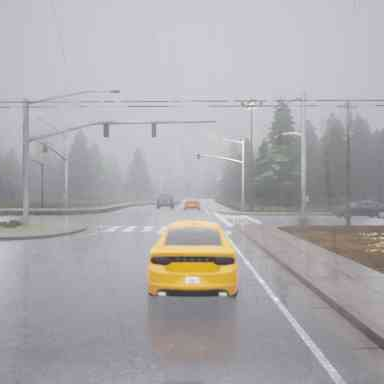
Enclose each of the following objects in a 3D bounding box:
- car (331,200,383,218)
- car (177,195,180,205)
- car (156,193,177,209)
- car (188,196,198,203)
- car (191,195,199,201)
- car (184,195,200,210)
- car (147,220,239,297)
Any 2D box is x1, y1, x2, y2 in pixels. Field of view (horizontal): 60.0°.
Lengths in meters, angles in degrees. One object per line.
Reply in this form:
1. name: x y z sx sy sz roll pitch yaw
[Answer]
1. car: 14.909 1.531 29.471 4.892 1.490 1.837 0 0 1
2. car: -3.541 1.352 55.931 2.097 1.767 4.553 0 0 0
3. car: -3.596 1.221 45.637 2.150 2.045 5.566 0 0 -1
4. car: 0.297 1.537 72.716 2.033 1.411 5.357 0 0 2
5. car: 0.695 1.442 83.109 1.837 1.490 4.892 0 0 2
6. car: 0.017 1.478 42.156 1.882 1.535 5.008 0 0 0
7. car: 0.050 1.475 8.656 1.882 1.535 5.008 0 0 1
